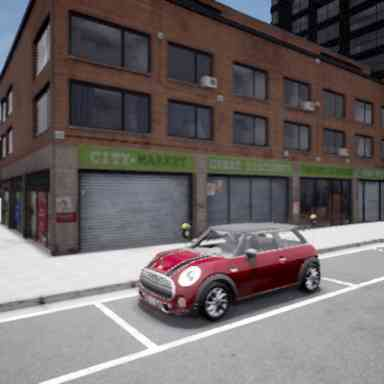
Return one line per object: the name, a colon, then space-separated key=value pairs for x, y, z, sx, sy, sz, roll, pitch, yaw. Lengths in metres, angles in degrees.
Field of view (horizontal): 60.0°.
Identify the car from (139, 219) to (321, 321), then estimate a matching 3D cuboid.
car: x=0.902 y=1.435 z=7.176 sx=4.097 sy=1.590 sz=1.967 roll=0 pitch=0 yaw=-35
